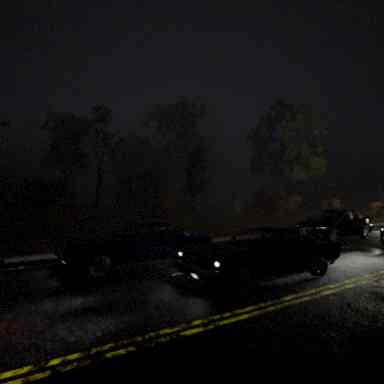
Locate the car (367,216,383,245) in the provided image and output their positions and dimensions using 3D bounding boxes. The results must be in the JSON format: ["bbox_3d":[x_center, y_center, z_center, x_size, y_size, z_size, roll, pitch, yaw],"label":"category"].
[{"bbox_3d":[10.283,1.637,14.891,4.902,1.511,2.128,1,0,-35],"label":"car"}]

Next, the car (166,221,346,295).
[{"bbox_3d":[1.882,1.654,8.977,4.718,1.301,1.895,1,0,-35],"label":"car"}]

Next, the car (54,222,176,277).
[{"bbox_3d":[-1.710,1.636,10.418,4.718,1.301,1.895,1,0,-35],"label":"car"}]

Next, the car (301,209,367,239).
[{"bbox_3d":[7.151,1.622,16.652,4.902,1.511,2.128,1,0,-35],"label":"car"}]
